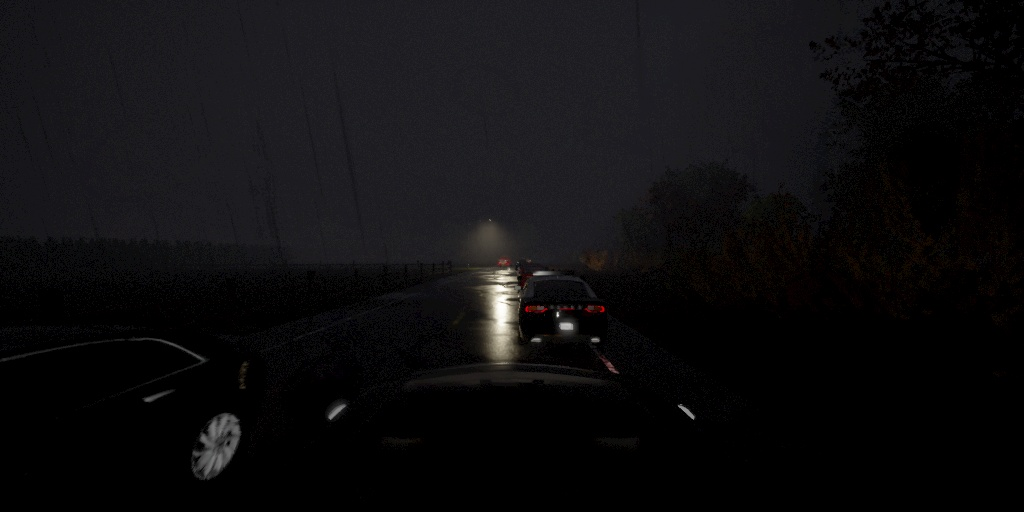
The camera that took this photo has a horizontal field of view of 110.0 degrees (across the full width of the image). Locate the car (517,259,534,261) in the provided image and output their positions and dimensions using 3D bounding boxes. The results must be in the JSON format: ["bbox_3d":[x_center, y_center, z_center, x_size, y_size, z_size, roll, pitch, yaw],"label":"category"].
[{"bbox_3d":[1.421,1.219,25.410,1.882,1.535,5.008,0,0,2],"label":"car"}]

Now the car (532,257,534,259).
[{"bbox_3d":[2.150,1.062,61.096,2.097,1.767,4.553,0,0,4],"label":"car"}]

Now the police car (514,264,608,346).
[{"bbox_3d":[1.098,1.173,9.576,1.930,1.638,5.238,0,0,1],"label":"police car"}]

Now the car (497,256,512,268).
[{"bbox_3d":[-1.252,0.931,61.586,2.150,2.045,5.566,0,0,4],"label":"car"}]

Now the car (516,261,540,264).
[{"bbox_3d":[1.265,1.222,19.432,1.882,1.535,5.008,0,0,1],"label":"car"}]

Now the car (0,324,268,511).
[{"bbox_3d":[-3.469,1.255,1.745,1.837,1.490,4.892,0,0,0],"label":"car"}]

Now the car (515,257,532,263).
[{"bbox_3d":[1.444,1.228,49.164,1.837,1.490,4.892,0,0,4],"label":"car"}]
